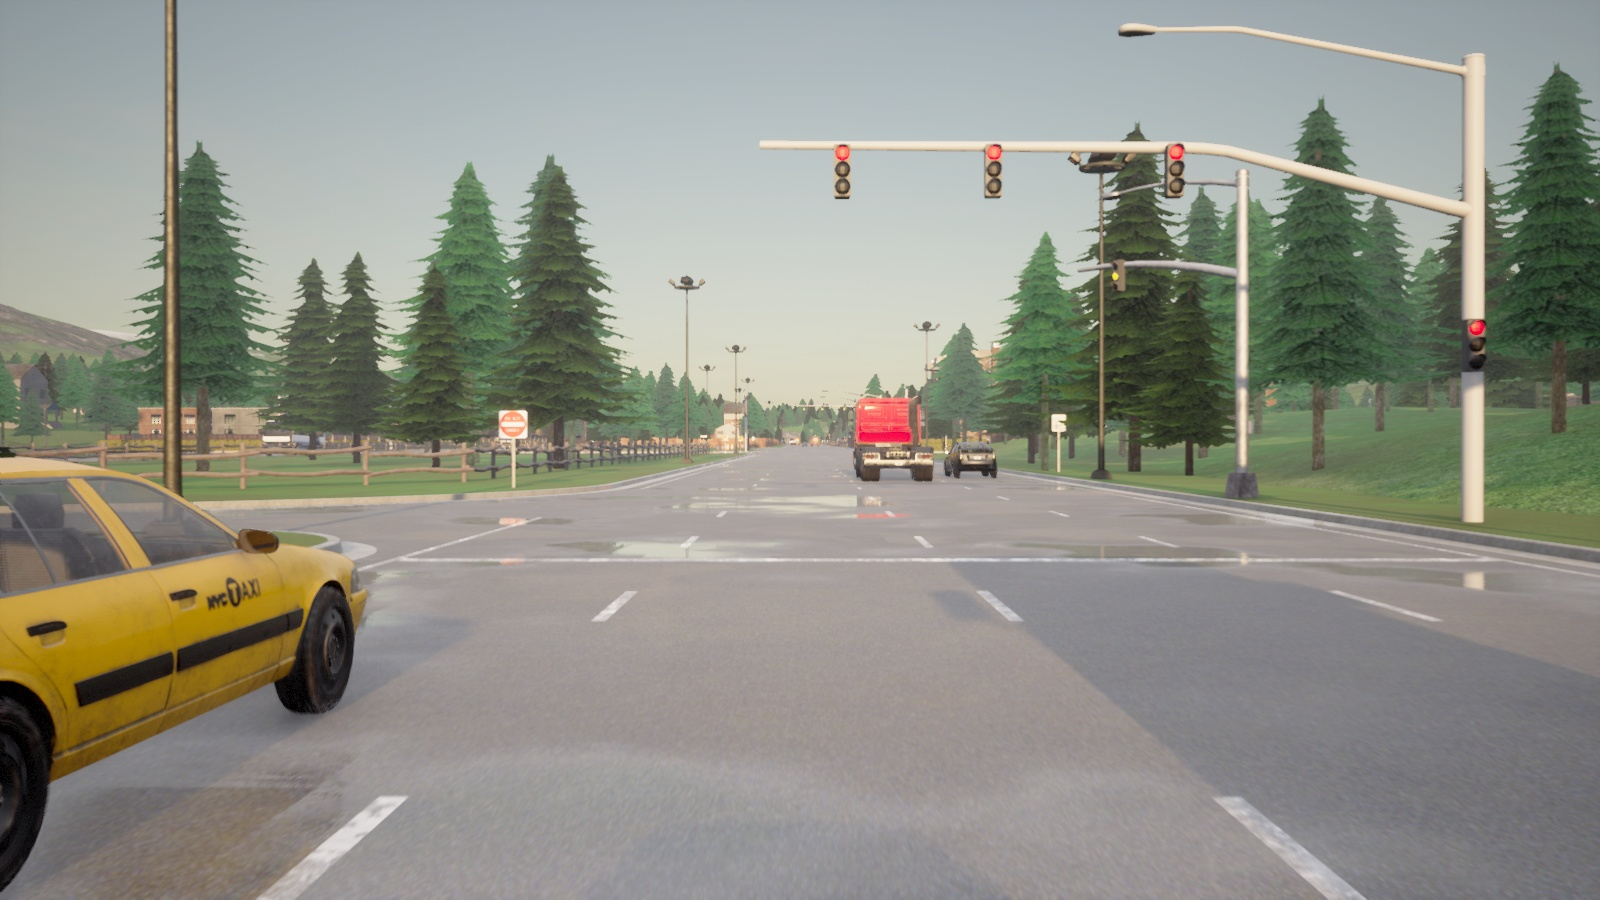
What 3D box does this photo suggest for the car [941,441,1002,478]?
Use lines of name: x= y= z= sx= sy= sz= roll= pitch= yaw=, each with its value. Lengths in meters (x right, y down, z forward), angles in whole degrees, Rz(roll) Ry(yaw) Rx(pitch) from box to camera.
car: x=7.236 y=0.369 z=53.339 sx=2.007 sy=1.525 sz=4.514 roll=0 pitch=0 yaw=0

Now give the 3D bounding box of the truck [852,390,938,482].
truck: x=3.727 y=-0.547 z=50.946 sx=2.891 sy=3.462 sz=7.936 roll=0 pitch=0 yaw=0

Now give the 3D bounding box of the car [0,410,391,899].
car: x=-3.462 y=0.651 z=5.155 sx=1.801 sy=1.575 sz=5.366 roll=0 pitch=0 yaw=0
